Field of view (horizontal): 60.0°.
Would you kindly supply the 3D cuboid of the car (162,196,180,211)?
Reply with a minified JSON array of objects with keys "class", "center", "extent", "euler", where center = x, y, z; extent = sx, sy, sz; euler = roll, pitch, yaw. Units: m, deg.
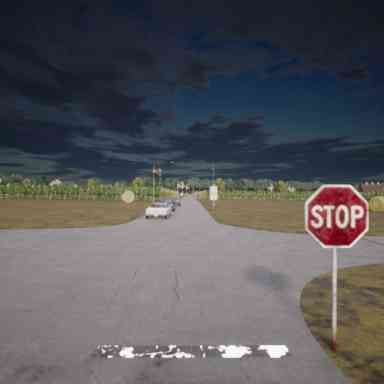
[{"class":"car","center":[-2.915,1.547,39.438],"extent":[2.128,1.511,4.902],"euler":[0,0,0]}]

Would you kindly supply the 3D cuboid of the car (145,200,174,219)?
[{"class":"car","center":[-2.928,1.628,29.498],"extent":[1.895,1.301,4.718],"euler":[0,0,1]}]
